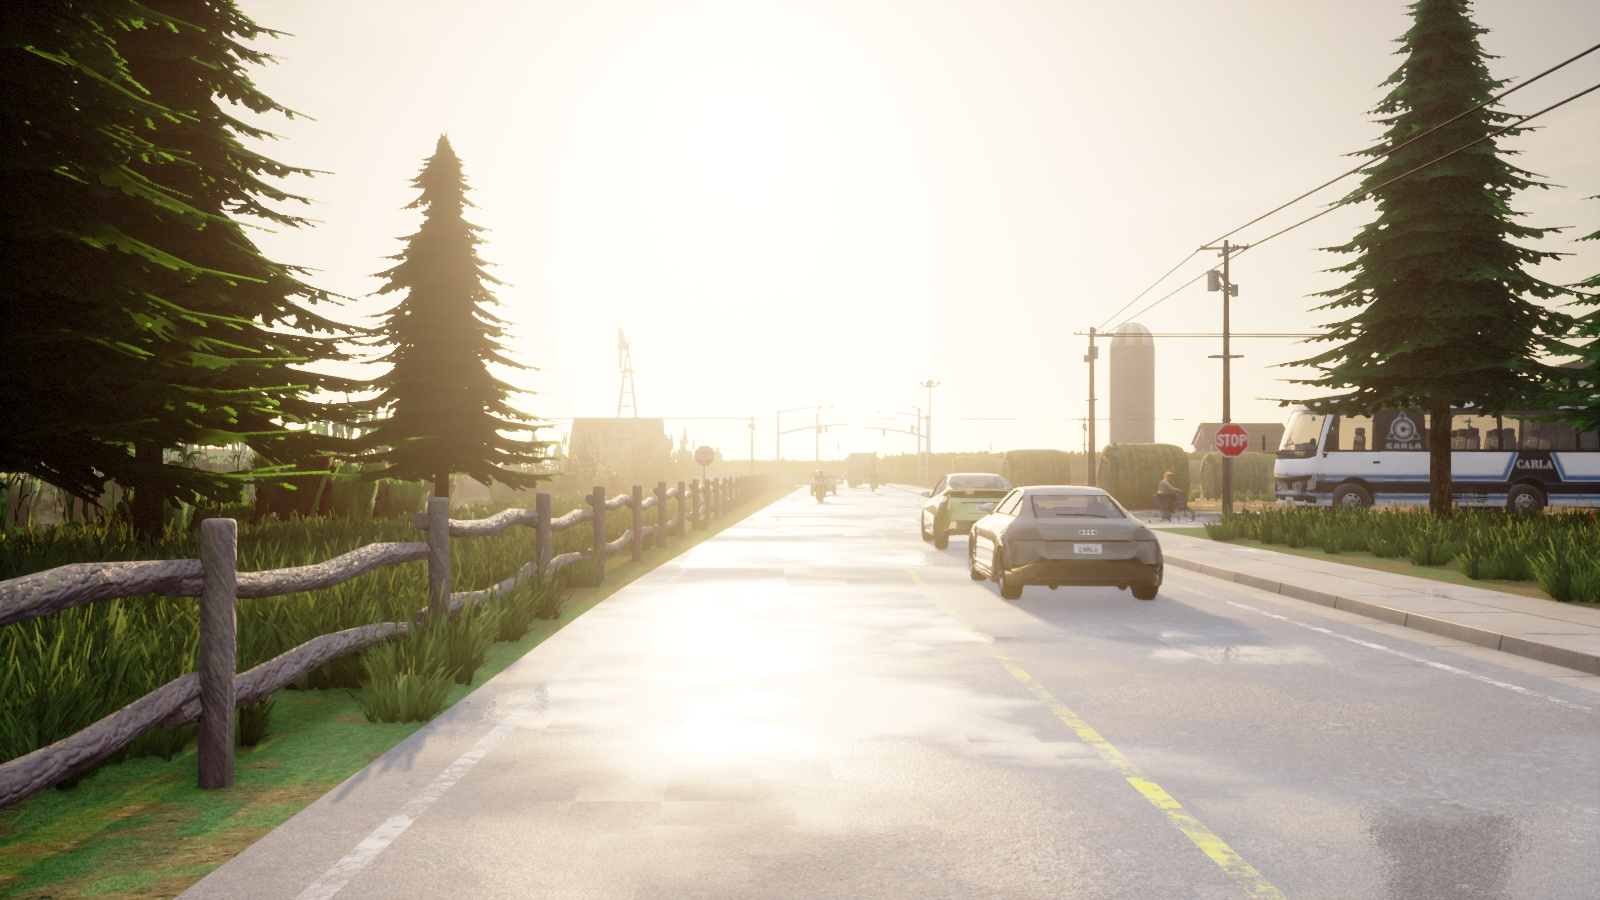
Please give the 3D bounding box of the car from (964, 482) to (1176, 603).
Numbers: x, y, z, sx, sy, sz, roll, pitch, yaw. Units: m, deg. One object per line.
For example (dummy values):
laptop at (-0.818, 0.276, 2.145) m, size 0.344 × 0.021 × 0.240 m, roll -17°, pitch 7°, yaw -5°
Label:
car at (3.441, 1.140, 16.853) m, size 1.994 × 1.385 × 4.181 m, roll 0°, pitch -1°, yaw 1°

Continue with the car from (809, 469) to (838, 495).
car at (1.545, 2.071, 81.932) m, size 1.851 × 1.617 × 3.988 m, roll 0°, pitch -1°, yaw 1°

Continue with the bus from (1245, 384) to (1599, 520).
bus at (20.602, 0.080, 41.647) m, size 10.273 × 4.253 × 3.944 m, roll 0°, pitch -1°, yaw -1°

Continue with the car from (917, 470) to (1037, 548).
car at (3.652, 1.185, 26.666) m, size 2.007 × 1.525 × 4.514 m, roll 0°, pitch -1°, yaw 1°

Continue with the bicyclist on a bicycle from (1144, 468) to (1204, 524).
bicyclist on a bicycle at (11.198, 1.364, 37.630) m, size 1.509 × 1.612 × 0.866 m, roll 0°, pitch 0°, yaw -8°
